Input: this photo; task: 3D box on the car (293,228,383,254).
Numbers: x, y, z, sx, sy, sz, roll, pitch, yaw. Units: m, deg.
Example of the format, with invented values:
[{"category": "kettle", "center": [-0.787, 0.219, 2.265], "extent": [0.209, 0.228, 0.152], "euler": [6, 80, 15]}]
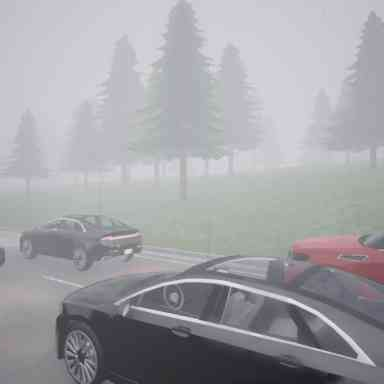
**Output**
[{"category": "car", "center": [4.254, 1.221, 5.256], "extent": [5.566, 2.045, 2.150], "euler": [0, 0, 36]}]

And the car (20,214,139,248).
[{"category": "car", "center": [-3.791, 1.491, 10.968], "extent": [4.902, 1.511, 2.128], "euler": [0, 0, 36]}]

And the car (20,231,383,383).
[{"category": "car", "center": [0.445, 1.492, 3.676], "extent": [4.902, 1.511, 2.128], "euler": [0, 0, 36]}]

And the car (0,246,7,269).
[{"category": "car", "center": [-7.078, 1.601, 9.025], "extent": [4.718, 1.301, 1.895], "euler": [0, 0, 36]}]
